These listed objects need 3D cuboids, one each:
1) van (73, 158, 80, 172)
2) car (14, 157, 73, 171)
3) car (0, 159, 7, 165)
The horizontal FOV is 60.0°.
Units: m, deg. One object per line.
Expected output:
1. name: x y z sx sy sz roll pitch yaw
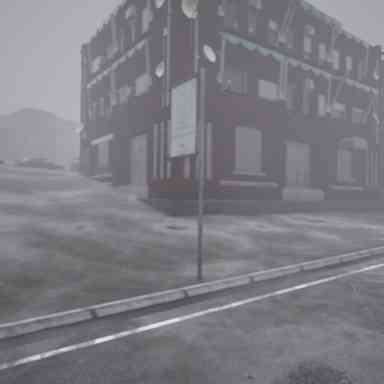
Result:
1. van: -10.719 -2.551 36.027 1.878 1.987 4.442 0 -2 39
2. car: -14.306 -2.508 31.626 2.002 1.452 4.674 0 -2 40
3. car: -17.868 -2.703 27.384 2.002 1.452 4.674 0 -2 41
